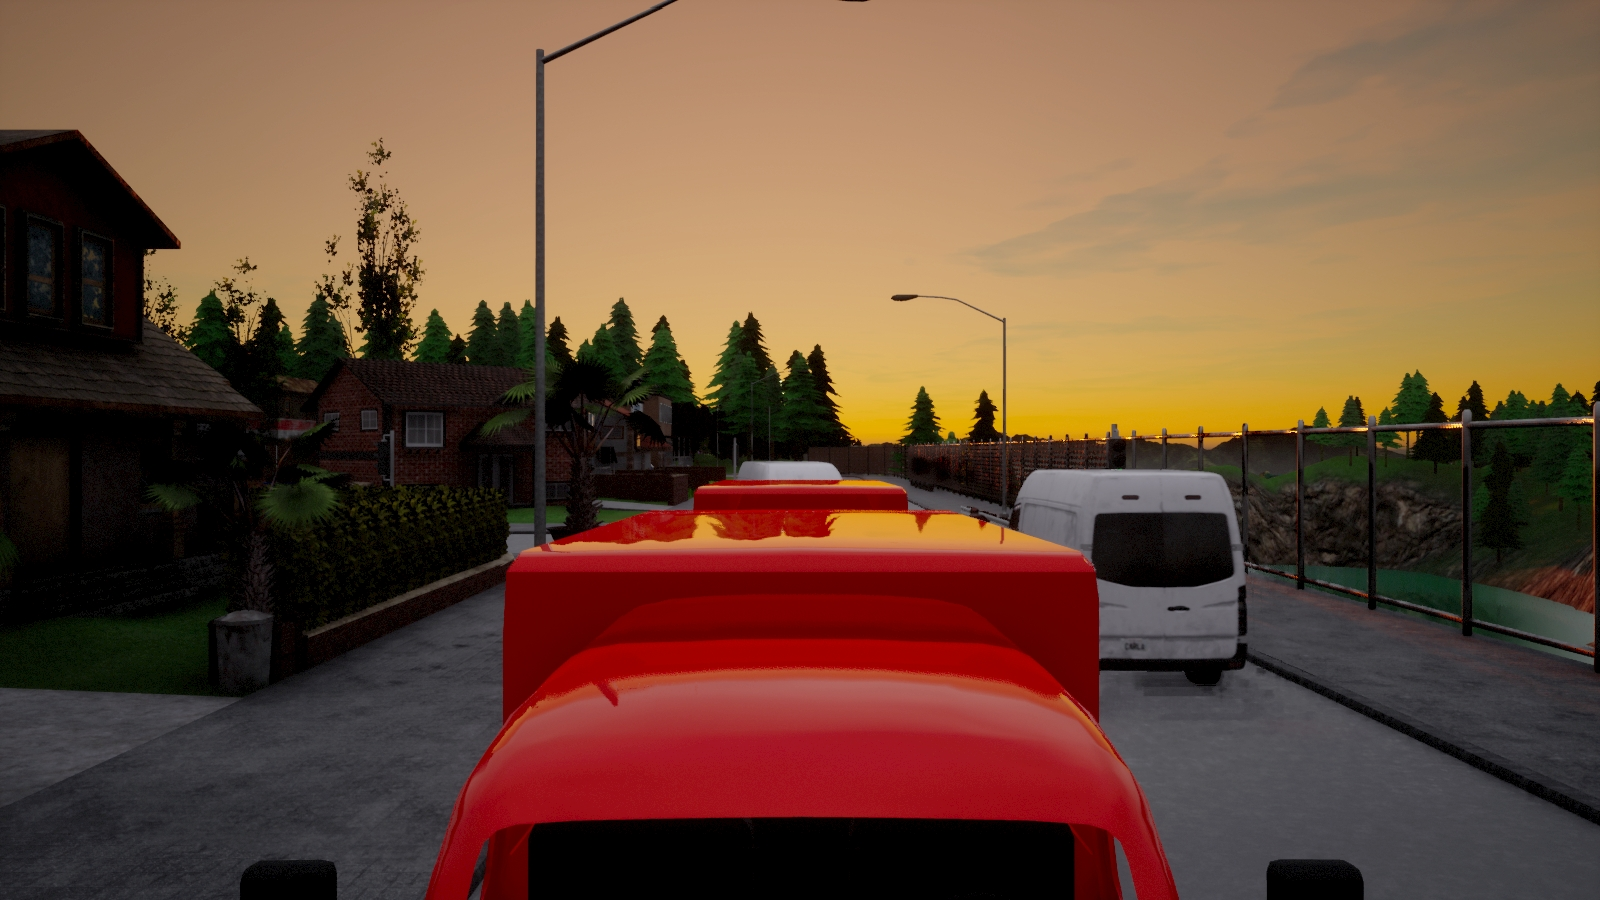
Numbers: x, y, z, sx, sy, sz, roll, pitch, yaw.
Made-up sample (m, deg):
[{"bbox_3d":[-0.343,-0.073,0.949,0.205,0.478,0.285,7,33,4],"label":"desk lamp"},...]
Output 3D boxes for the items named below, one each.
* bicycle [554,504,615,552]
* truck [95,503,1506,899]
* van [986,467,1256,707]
[{"bbox_3d":[-6.027,2.170,32.019,1.487,1.276,0.859,0,0,8],"label":"bicycle"},{"bbox_3d":[-0.001,1.570,4.728,2.627,2.467,5.204,0,0,0],"label":"truck"},{"bbox_3d":[3.995,1.540,15.471,1.988,2.561,5.915,0,0,0],"label":"van"}]
